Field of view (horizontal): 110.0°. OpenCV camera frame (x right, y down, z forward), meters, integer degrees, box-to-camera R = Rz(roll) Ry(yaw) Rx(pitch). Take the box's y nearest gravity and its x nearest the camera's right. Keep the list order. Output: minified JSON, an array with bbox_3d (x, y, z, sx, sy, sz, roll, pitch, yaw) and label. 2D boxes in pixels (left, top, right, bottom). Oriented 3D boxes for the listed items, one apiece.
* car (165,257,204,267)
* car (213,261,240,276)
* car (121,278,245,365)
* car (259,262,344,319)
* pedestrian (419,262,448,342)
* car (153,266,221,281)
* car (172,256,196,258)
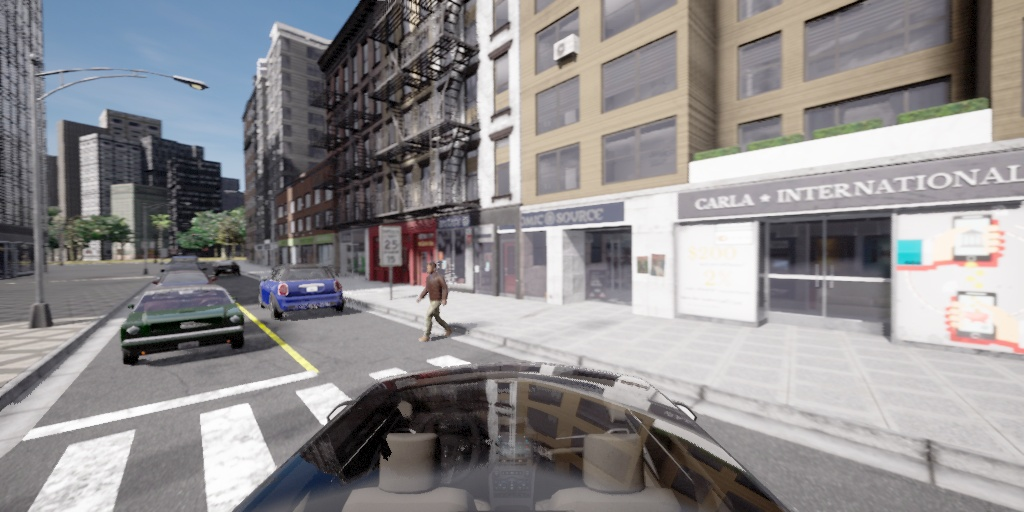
[{"bbox_3d":[-20.527,1.170,22.495,2.097,1.767,4.553,-1,1,-42],"label":"car"},{"bbox_3d":[-29.236,1.238,36.742,1.882,1.535,5.008,-1,1,-42],"label":"car"},{"bbox_3d":[-7.678,1.396,8.471,1.895,1.301,4.718,-1,1,-43],"label":"car"},{"bbox_3d":[-7.853,1.100,13.201,2.097,1.767,4.553,-1,1,-41],"label":"car"},{"bbox_3d":[-1.809,1.006,8.261,0.375,1.860,0.375,-2,2,-42],"label":"pedestrian"},{"bbox_3d":[-13.795,1.335,15.169,1.812,1.442,4.674,-1,1,-43],"label":"car"},{"bbox_3d":[-27.676,1.042,30.349,2.150,2.045,5.566,-1,1,-42],"label":"car"}]
